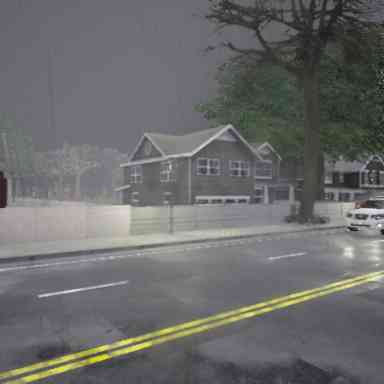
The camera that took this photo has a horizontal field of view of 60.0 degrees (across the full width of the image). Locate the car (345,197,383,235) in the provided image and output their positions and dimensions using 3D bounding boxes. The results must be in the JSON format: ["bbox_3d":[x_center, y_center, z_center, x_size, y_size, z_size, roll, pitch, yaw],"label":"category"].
[{"bbox_3d":[11.458,1.352,19.835,5.566,2.045,2.150,0,0,-35],"label":"car"}]
